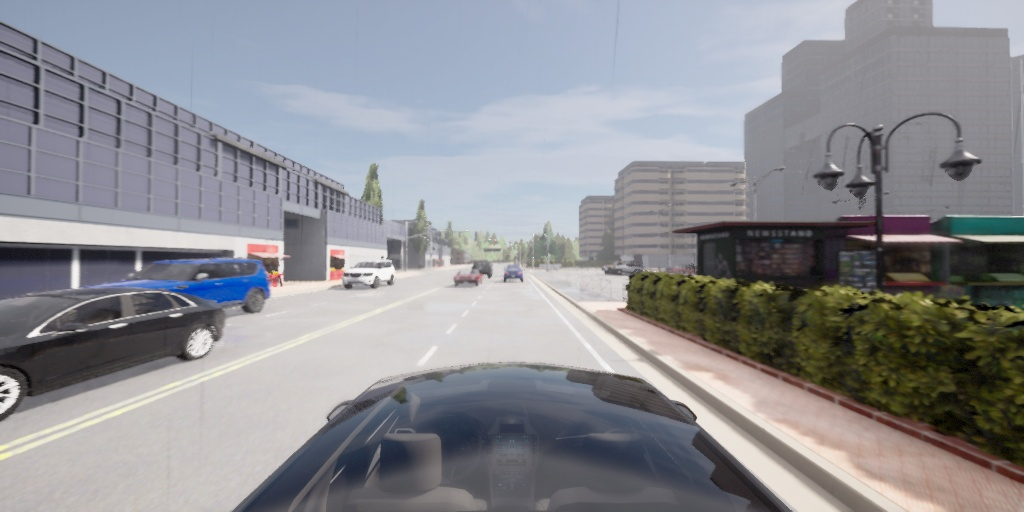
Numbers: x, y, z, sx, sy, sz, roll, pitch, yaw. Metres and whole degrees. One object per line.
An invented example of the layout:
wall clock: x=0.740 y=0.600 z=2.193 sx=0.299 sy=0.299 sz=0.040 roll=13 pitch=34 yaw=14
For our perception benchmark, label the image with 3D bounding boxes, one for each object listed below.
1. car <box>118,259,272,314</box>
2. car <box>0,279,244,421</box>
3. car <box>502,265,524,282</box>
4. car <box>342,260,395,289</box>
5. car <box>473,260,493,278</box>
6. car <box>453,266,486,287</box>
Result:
car: x=-10.539 y=1.101 z=11.775 sx=2.150 sy=2.045 sz=5.566 roll=0 pitch=-1 yaw=1
car: x=-7.081 y=1.306 z=5.710 sx=1.837 sy=1.490 sz=4.892 roll=0 pitch=-1 yaw=0
car: x=0.129 y=1.711 z=34.767 sx=1.812 sy=1.442 sz=4.674 roll=0 pitch=-1 yaw=0
car: x=-10.501 y=1.302 z=26.804 sx=2.150 sy=2.045 sz=5.566 roll=0 pitch=-1 yaw=0
car: x=-3.416 y=1.500 z=41.638 sx=2.150 sy=2.045 sz=5.566 roll=0 pitch=0 yaw=0
car: x=-3.406 y=1.707 z=28.803 sx=1.895 sy=1.301 sz=4.718 roll=0 pitch=-1 yaw=0
